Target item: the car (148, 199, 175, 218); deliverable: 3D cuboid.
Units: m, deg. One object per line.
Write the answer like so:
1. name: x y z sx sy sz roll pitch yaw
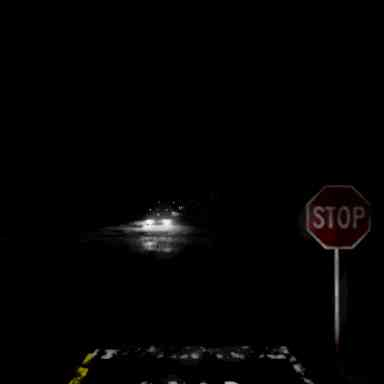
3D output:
1. car: -2.871 1.631 30.590 1.895 1.301 4.718 0 0 0

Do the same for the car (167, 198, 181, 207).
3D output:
1. car: -2.854 1.609 53.229 1.994 1.385 4.181 0 0 1

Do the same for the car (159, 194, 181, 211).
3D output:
1. car: -2.854 1.259 41.573 2.150 2.045 5.566 0 0 3
